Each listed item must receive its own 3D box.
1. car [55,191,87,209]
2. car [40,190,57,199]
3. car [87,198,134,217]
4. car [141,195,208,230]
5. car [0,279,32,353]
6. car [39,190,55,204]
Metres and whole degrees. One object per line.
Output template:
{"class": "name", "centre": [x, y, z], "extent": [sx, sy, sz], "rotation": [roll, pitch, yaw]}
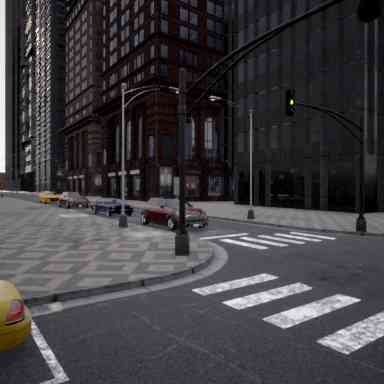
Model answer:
{"class": "car", "centre": [-12.213, 0.723, 34.283], "extent": [2.097, 1.767, 4.553], "rotation": [0, 1, -36]}
{"class": "car", "centre": [-24.744, 0.465, 57.109], "extent": [1.812, 1.442, 4.674], "rotation": [0, 1, -35]}
{"class": "car", "centre": [-6.342, 1.152, 26.133], "extent": [1.895, 1.301, 4.718], "rotation": [0, 1, -36]}
{"class": "car", "centre": [-1.074, 1.072, 18.829], "extent": [2.097, 1.767, 4.553], "rotation": [0, 1, -36]}
{"class": "car", "centre": [-4.410, 1.525, 3.503], "extent": [4.829, 1.417, 1.752], "rotation": [0, 0, -35]}
{"class": "car", "centre": [-18.287, 0.668, 42.766], "extent": [1.882, 1.535, 5.008], "rotation": [0, 1, -35]}
